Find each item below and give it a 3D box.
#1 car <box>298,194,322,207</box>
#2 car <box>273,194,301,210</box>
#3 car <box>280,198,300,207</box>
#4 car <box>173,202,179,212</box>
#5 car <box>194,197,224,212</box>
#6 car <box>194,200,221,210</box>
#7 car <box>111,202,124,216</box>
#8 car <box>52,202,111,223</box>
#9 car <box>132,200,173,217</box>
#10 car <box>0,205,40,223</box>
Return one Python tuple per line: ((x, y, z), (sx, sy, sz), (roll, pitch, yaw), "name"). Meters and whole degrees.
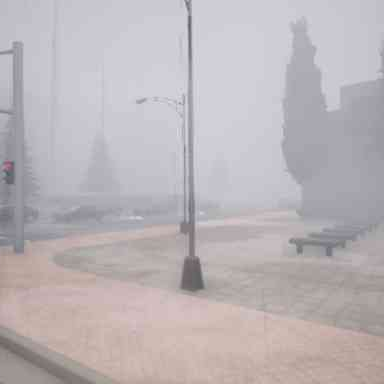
((19.816, 1.435, 55.729), (2.150, 2.045, 5.566), (-1, 0, 36), "car")
((13.919, 1.563, 47.846), (2.097, 1.767, 4.553), (-1, 0, 37), "car")
((17.140, 1.816, 57.996), (1.994, 1.385, 4.181), (-1, -1, 37), "car")
((-3.691, 1.828, 42.147), (1.837, 1.490, 4.892), (-1, 0, 37), "car")
((1.848, 1.791, 43.698), (1.837, 1.490, 4.892), (-1, 0, 37), "car")
((2.345, 1.890, 50.175), (1.994, 1.385, 4.181), (-1, 0, 37), "car")
((-9.348, 1.811, 34.592), (2.128, 1.511, 4.902), (-1, 0, 37), "car")
((-9.577, 1.805, 28.406), (1.812, 1.442, 4.674), (-1, 0, 37), "car")
((-4.373, 1.846, 35.386), (1.994, 1.385, 4.181), (-1, -1, 38), "car")
((-15.024, 1.822, 27.082), (1.837, 1.490, 4.892), (-1, -1, 38), "car")
